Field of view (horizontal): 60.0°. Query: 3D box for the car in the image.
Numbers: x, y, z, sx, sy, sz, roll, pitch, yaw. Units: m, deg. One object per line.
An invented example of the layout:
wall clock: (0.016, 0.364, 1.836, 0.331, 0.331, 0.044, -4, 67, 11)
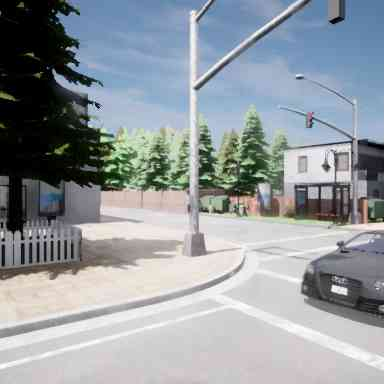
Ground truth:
car: (4.228, 1.560, 7.129, 4.181, 1.385, 1.994, 0, 0, -37)
